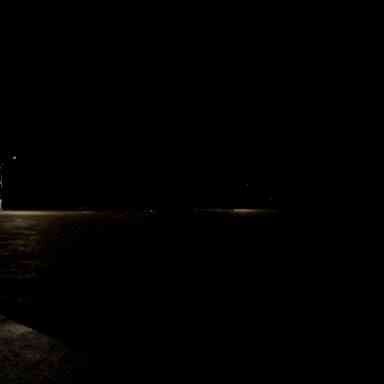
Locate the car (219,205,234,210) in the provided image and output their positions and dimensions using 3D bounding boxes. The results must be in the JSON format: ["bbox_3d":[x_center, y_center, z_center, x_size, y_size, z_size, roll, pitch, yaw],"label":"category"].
[{"bbox_3d":[9.146,4.172,87.516,1.895,1.301,4.718,0,-2,35],"label":"car"}]

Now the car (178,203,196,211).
[{"bbox_3d":[-1.102,3.244,73.110,2.097,1.767,4.553,0,-2,35],"label":"car"}]

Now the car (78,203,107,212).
[{"bbox_3d":[-16.707,2.512,56.035,1.882,1.535,5.008,0,-2,36],"label":"car"}]

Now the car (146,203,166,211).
[{"bbox_3d":[-7.474,3.098,68.896,1.882,1.535,5.008,0,-2,35],"label":"car"}]
